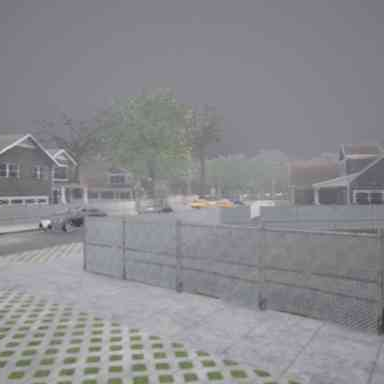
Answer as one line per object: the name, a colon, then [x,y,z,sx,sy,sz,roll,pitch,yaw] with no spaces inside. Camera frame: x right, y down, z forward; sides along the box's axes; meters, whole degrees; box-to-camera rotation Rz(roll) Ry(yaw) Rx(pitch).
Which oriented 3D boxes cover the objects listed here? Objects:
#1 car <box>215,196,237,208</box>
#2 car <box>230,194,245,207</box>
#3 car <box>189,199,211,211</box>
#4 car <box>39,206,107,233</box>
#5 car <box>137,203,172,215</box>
car: [4.490,1.719,45.393,1.882,1.535,5.008,0,0,17]
car: [7.415,1.419,55.348,2.150,2.045,5.566,0,0,15]
car: [1.050,1.743,44.100,1.882,1.535,5.008,0,0,19]
car: [-7.474,1.684,21.310,2.128,1.511,4.902,0,-1,23]
car: [-3.431,1.760,31.418,1.837,1.490,4.892,0,0,20]
